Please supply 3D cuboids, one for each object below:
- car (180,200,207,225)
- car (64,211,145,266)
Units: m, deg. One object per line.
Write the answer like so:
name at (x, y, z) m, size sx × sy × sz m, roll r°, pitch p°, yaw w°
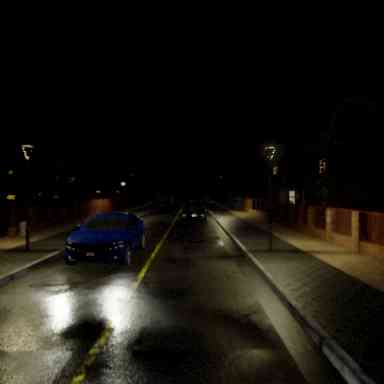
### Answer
car at (0.102, 1.564, 24.039) m, size 2.033 × 1.411 × 5.357 m, roll 0°, pitch 0°, yaw 0°
car at (-2.848, 1.483, 11.791) m, size 1.882 × 1.535 × 5.008 m, roll 0°, pitch 0°, yaw 0°
